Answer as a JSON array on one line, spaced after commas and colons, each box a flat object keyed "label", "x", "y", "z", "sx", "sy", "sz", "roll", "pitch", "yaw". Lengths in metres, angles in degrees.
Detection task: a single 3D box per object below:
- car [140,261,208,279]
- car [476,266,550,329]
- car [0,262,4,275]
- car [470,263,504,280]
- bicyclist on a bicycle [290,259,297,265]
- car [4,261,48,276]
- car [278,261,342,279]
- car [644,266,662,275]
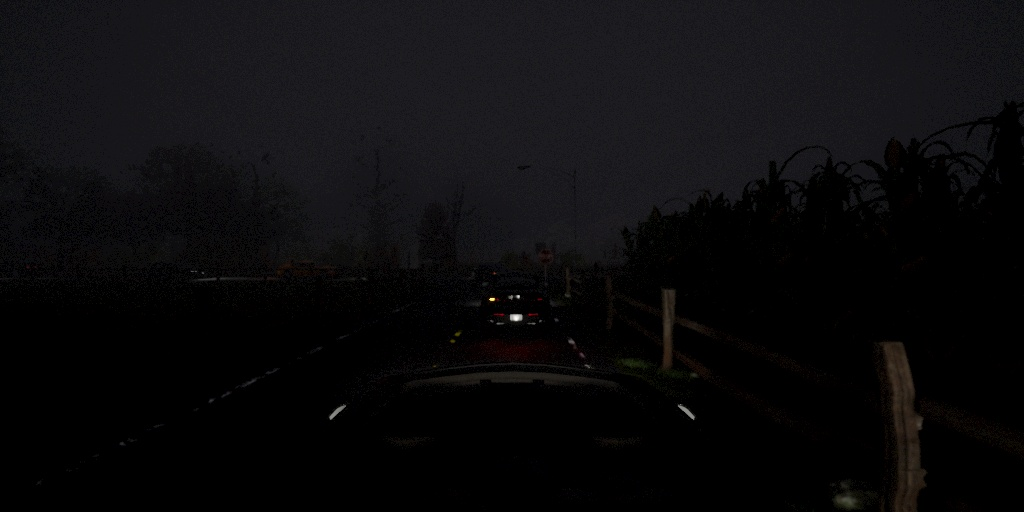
[{"label": "car", "x": -29.044, "y": 1.220, "z": 30.910, "sx": 4.892, "sy": 1.490, "sz": 1.837, "roll": 0, "pitch": 0, "yaw": 1}, {"label": "car", "x": 0.096, "y": 1.231, "z": 11.159, "sx": 1.837, "sy": 1.490, "sz": 4.892, "roll": 0, "pitch": 0, "yaw": 0}, {"label": "car", "x": -48.209, "y": 1.222, "z": 31.234, "sx": 4.892, "sy": 1.490, "sz": 1.837, "roll": 0, "pitch": 0, "yaw": 1}, {"label": "car", "x": -1.632, "y": 1.229, "z": 27.456, "sx": 2.033, "sy": 1.411, "sz": 5.357, "roll": 0, "pitch": 0, "yaw": -23}, {"label": "bicyclist on a bicycle", "x": -22.435, "y": 1.149, "z": 36.792, "sx": 0.582, "sy": 1.620, "sz": 1.656, "roll": 0, "pitch": 1, "yaw": 1}, {"label": "car", "x": -47.232, "y": 1.217, "z": 34.054, "sx": 4.892, "sy": 1.490, "sz": 1.837, "roll": 0, "pitch": 0, "yaw": 1}, {"label": "car", "x": -17.241, "y": 1.178, "z": 30.751, "sx": 5.008, "sy": 1.535, "sz": 1.882, "roll": 0, "pitch": 0, "yaw": 1}, {"label": "car", "x": 14.599, "y": 1.235, "z": 33.267, "sx": 4.718, "sy": 1.301, "sz": 1.895, "roll": 0, "pitch": 0, "yaw": 1}]
